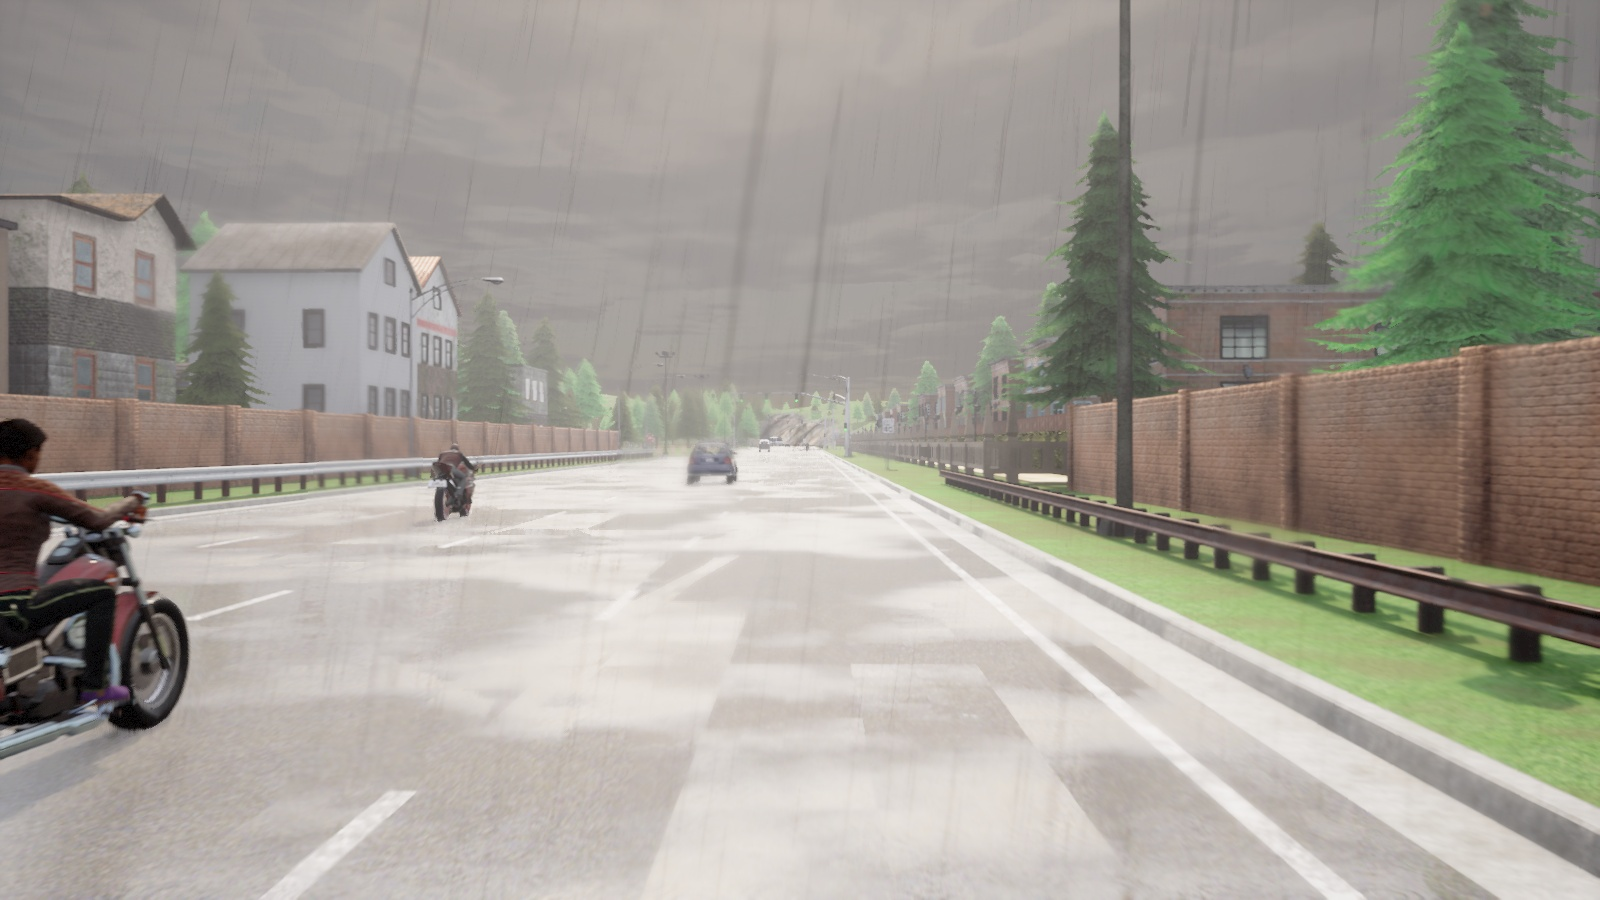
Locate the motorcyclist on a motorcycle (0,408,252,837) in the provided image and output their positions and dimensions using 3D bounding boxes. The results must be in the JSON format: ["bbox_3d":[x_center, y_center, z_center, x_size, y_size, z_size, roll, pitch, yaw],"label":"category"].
[{"bbox_3d":[-3.451,0.661,5.843,0.766,1.649,2.350,0,0,0],"label":"motorcyclist on a motorcycle"}]

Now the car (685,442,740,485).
[{"bbox_3d":[-3.219,0.459,46.812,1.789,1.549,3.705,0,0,0],"label":"car"}]

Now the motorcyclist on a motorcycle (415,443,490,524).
[{"bbox_3d":[-6.843,0.636,24.876,0.866,1.530,2.191,0,0,0],"label":"motorcyclist on a motorcycle"}]
